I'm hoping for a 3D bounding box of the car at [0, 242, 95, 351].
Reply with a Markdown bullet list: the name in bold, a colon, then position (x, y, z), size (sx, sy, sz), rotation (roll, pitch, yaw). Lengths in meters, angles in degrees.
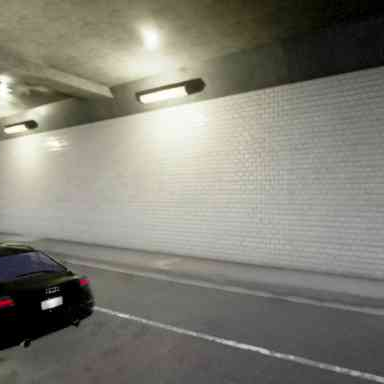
- **car**: position (-3.737, 1.628, 6.023), size (4.181, 1.385, 1.994), rotation (0, -1, 33)
